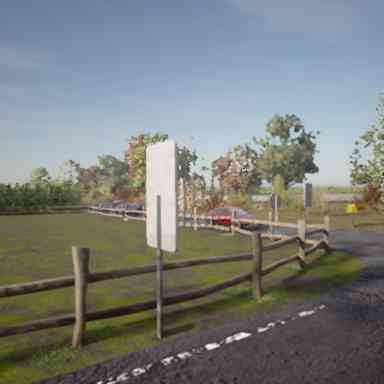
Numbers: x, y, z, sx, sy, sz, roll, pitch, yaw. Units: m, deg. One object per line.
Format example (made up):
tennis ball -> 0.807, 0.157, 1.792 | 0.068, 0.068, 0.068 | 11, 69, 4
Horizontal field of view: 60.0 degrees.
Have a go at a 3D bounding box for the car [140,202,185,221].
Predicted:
car -> -2.547, 1.821, 30.459 | 1.882, 1.535, 5.008 | -1, 0, -34

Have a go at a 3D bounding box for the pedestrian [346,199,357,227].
pedestrian -> 10.546, 1.390, 22.026 | 0.375, 1.860, 0.375 | -2, 1, -35

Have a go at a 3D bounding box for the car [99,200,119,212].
car -> -12.020, 2.152, 47.230 | 1.994, 1.385, 4.181 | -1, 0, -22

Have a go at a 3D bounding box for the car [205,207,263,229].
car -> 2.736, 1.740, 22.777 | 1.812, 1.442, 4.674 | -1, 0, -35

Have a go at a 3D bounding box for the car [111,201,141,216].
car -> -7.505, 2.030, 38.276 | 1.994, 1.385, 4.181 | -1, 0, -29

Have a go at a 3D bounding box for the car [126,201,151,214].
car -> -7.015, 1.996, 43.196 | 1.837, 1.490, 4.892 | -1, 0, -27
